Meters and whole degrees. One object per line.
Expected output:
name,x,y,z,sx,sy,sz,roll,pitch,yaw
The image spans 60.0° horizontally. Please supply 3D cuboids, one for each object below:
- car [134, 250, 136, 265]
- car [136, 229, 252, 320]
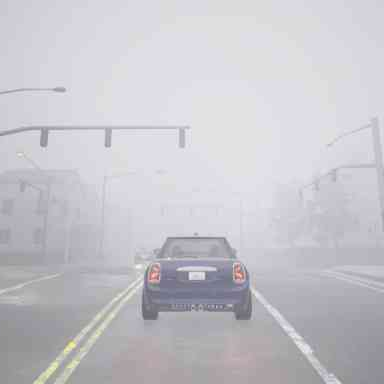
car,-3.650,5.301,27.894,2.128,1.511,4.902,0,-12,0
car,0.086,1.807,8.232,2.097,1.767,4.553,0,-7,0
